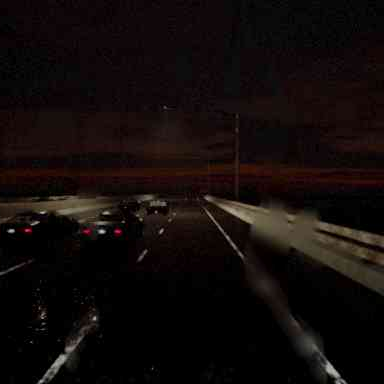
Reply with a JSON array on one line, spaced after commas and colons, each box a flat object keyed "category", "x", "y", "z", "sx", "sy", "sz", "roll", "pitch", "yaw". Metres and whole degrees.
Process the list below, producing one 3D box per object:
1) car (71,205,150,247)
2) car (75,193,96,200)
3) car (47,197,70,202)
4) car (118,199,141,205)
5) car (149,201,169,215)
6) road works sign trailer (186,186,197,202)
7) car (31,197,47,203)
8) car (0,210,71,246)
[{"category": "car", "x": -3.399, "y": 1.550, "z": 15.040, "sx": 2.033, "sy": 1.411, "sz": 5.357, "roll": 0, "pitch": 0, "yaw": 0}, {"category": "car", "x": -17.549, "y": 1.211, "z": 55.261, "sx": 2.150, "sy": 2.045, "sz": 5.566, "roll": 0, "pitch": 0, "yaw": 1}, {"category": "car", "x": -21.048, "y": 1.593, "z": 53.710, "sx": 1.895, "sy": 1.301, "sz": 4.718, "roll": 0, "pitch": 0, "yaw": 1}, {"category": "car", "x": -6.900, "y": 1.478, "z": 37.025, "sx": 1.882, "sy": 1.535, "sz": 5.008, "roll": 0, "pitch": 0, "yaw": 0}, {"category": "car", "x": -3.400, "y": 1.602, "z": 33.916, "sx": 1.895, "sy": 1.301, "sz": 4.718, "roll": 0, "pitch": 0, "yaw": 0}, {"category": "road works sign trailer", "x": -0.001, "y": 0.432, "z": 78.639, "sx": 2.380, "sy": 3.560, "sz": 2.880, "roll": 0, "pitch": 0, "yaw": 0}, {"category": "car", "x": -24.533, "y": 1.539, "z": 54.848, "sx": 2.033, "sy": 1.411, "sz": 5.357, "roll": 0, "pitch": 0, "yaw": 1}, {"category": "car", "x": -6.900, "y": 1.550, "z": 15.251, "sx": 2.033, "sy": 1.411, "sz": 5.357, "roll": 0, "pitch": 0, "yaw": 0}]
